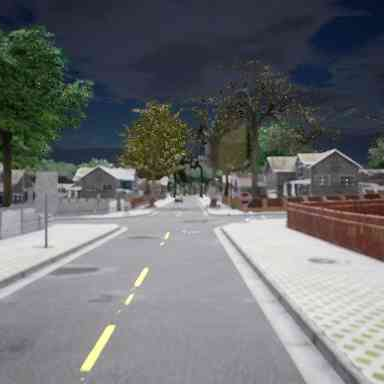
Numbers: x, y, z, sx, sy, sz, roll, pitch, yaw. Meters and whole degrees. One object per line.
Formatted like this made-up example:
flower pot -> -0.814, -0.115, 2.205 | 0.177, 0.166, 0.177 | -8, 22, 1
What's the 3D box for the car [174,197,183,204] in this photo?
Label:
car -> -2.775, 1.700, 69.790 | 2.033, 1.411, 5.357 | 0, 0, 0
